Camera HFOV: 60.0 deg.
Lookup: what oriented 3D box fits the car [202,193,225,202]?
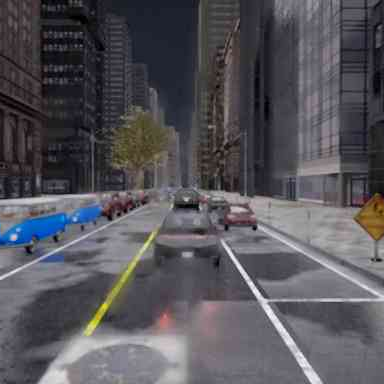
[{"bbox_3d":[2.191,1.052,29.335,2.008,1.369,4.403,0,1,-1],"label":"car"}]

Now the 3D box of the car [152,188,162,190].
[{"bbox_3d":[-6.882,0.344,57.536,2.192,1.841,5.009,0,1,-1],"label":"car"}]

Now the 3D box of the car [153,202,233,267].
[{"bbox_3d":[-0.146,1.308,10.701,2.128,1.511,4.902,0,1,-1],"label":"car"}]

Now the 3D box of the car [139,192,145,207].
[{"bbox_3d":[-6.442,0.973,34.838,1.947,1.339,4.313,0,1,-1],"label":"car"}]

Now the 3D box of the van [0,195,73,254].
[{"bbox_3d":[-6.002,1.132,12.132,1.690,1.788,3.998,0,1,-1],"label":"van"}]

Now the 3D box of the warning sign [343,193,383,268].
[{"bbox_3d":[4.896,0.964,8.821,1.300,1.860,1.060,0,1,-1],"label":"warning sign"}]

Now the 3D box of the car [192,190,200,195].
[{"bbox_3d":[0.981,0.022,91.768,2.008,1.369,4.403,0,1,-1],"label":"car"}]

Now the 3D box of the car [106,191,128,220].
[{"bbox_3d":[-6.222,0.914,23.483,2.192,1.841,5.009,0,1,-1],"label":"car"}]

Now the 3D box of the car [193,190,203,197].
[{"bbox_3d":[1.311,0.299,74.740,2.008,1.369,4.403,0,1,-1],"label":"car"}]

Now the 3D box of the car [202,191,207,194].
[{"bbox_3d":[1.971,0.892,40.686,1.802,1.307,4.206,0,1,-1],"label":"car"}]

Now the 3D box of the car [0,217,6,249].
[{"bbox_3d":[-5.892,1.438,6.460,2.008,1.369,4.403,0,1,-1],"label":"car"}]

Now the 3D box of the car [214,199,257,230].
[{"bbox_3d":[2.412,1.275,17.984,1.802,1.307,4.206,0,1,-1],"label":"car"}]

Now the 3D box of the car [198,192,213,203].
[{"bbox_3d":[1.858,0.738,46.531,1.752,1.417,4.829,0,1,-1],"label":"car"}]

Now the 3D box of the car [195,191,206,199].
[{"bbox_3d":[1.531,0.500,63.390,1.947,1.339,4.313,0,1,-1],"label":"car"}]

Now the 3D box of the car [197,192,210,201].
[{"bbox_3d":[1.751,0.703,52.038,1.802,1.307,4.206,0,1,-1],"label":"car"}]

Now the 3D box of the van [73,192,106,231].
[{"bbox_3d":[-6.112,1.036,17.808,1.690,1.788,3.998,0,1,-1],"label":"van"}]

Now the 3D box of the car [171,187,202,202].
[{"bbox_3d":[-0.491,0.715,29.685,2.150,2.045,5.566,0,1,-1],"label":"car"}]

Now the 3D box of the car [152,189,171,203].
[{"bbox_3d":[-3.971,0.724,45.333,2.128,1.511,4.902,0,1,-1],"label":"car"}]

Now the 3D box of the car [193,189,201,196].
[{"bbox_3d":[1.201,0.096,80.414,1.967,1.590,4.097,0,1,-1],"label":"car"}]

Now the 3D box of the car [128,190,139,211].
[{"bbox_3d":[-6.332,0.818,29.159,2.192,1.841,5.009,0,1,-1],"label":"car"}]

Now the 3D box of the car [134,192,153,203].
[{"bbox_3d":[-6.662,0.768,46.189,2.008,1.369,4.403,0,1,-1],"label":"car"}]

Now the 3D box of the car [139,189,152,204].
[{"bbox_3d":[-6.552,0.627,40.510,2.192,1.841,5.009,0,1,-1],"label":"car"}]

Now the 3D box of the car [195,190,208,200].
[{"bbox_3d":[1.641,0.467,57.712,1.967,1.590,4.097,0,1,-1],"label":"car"}]
